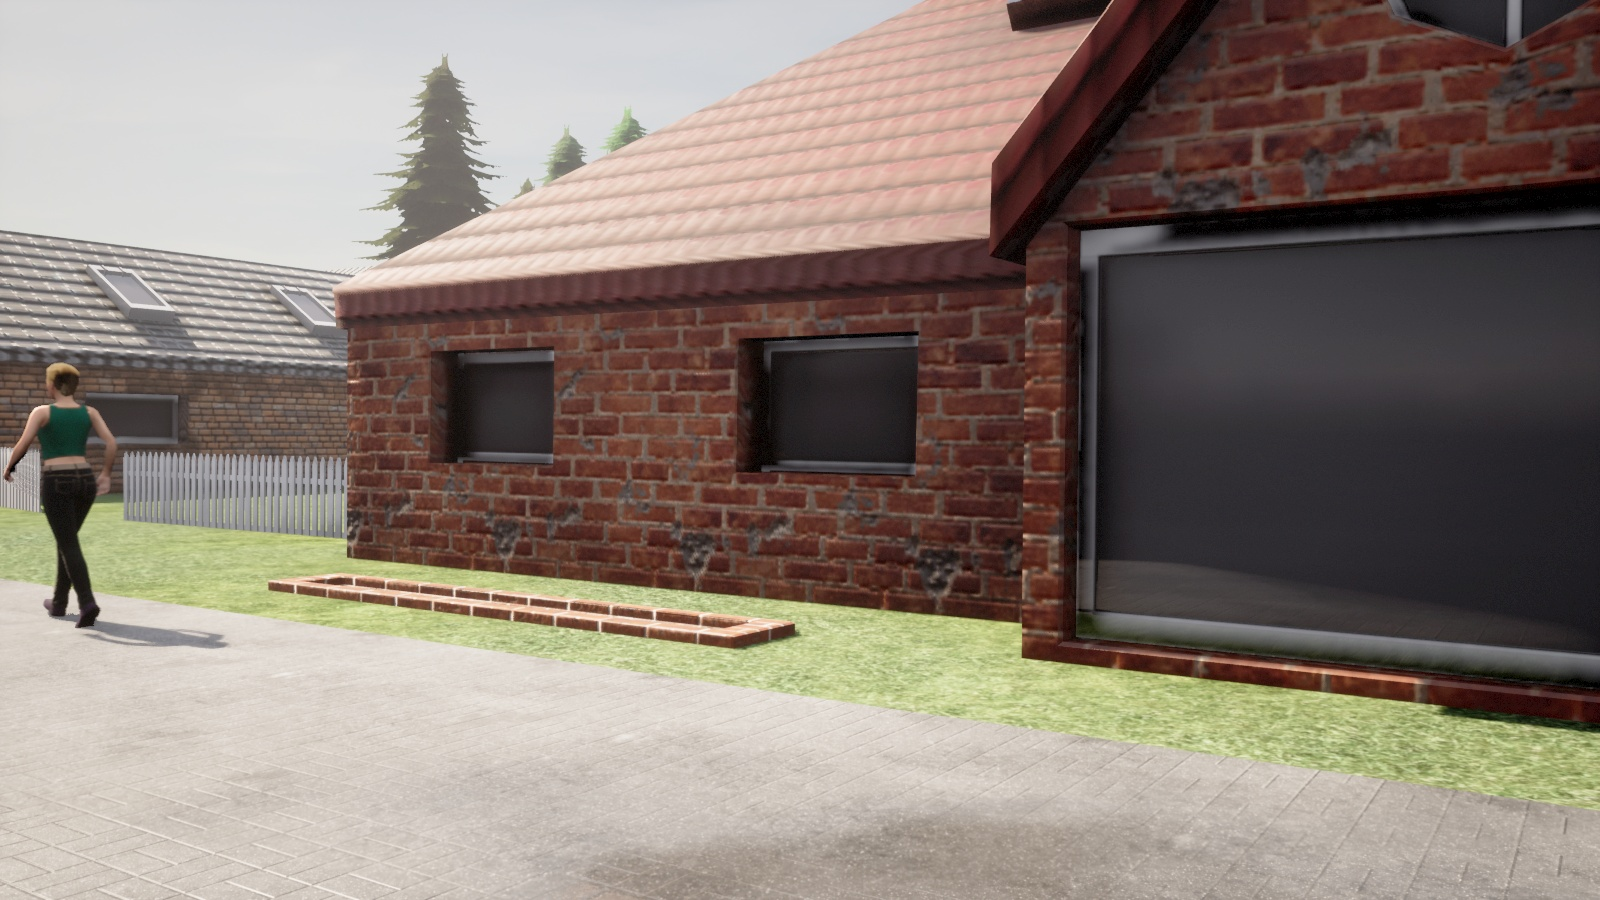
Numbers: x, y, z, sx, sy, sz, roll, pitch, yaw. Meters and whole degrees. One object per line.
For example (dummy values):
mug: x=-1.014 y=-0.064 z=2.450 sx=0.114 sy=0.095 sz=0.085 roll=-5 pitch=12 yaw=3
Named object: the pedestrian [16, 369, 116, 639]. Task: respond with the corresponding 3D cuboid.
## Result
pedestrian: x=-5.169 y=0.367 z=8.845 sx=0.594 sy=1.836 sz=0.345 roll=0 pitch=1 yaw=31
